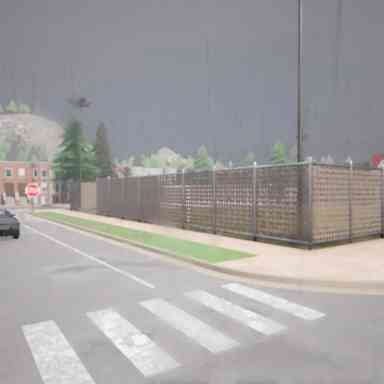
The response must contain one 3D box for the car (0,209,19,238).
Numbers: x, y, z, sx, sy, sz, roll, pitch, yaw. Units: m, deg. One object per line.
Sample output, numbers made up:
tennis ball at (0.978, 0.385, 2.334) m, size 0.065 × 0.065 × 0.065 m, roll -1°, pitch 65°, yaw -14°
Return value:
car at (-9.863, 1.533, 16.599) m, size 1.994 × 1.385 × 4.181 m, roll 0°, pitch 0°, yaw -33°
